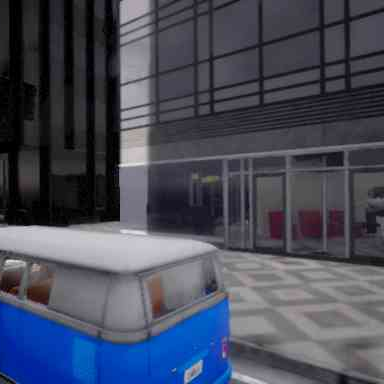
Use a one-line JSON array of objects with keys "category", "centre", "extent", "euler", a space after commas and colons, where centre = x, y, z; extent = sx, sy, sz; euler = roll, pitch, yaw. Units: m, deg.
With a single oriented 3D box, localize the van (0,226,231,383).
[{"category": "van", "centre": [-1.496, 1.376, 4.035], "extent": [3.998, 1.788, 1.690], "euler": [-1, 0, 36]}]
